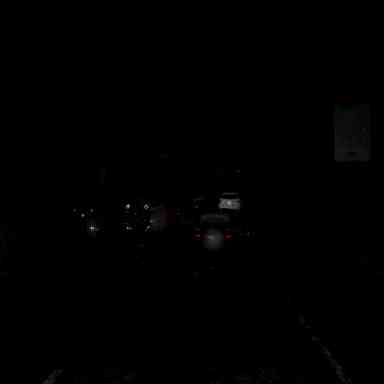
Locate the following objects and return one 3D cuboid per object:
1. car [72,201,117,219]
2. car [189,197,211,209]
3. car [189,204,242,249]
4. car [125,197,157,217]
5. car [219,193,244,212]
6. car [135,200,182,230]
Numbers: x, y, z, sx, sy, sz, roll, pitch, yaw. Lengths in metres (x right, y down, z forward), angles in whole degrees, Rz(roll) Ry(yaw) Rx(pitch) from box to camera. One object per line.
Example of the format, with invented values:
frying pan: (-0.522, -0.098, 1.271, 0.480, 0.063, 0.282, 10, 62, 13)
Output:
car: (-7.960, 1.455, 27.526, 1.895, 1.301, 4.718, 0, 0, 9)
car: (0.938, 1.302, 35.964, 1.882, 1.535, 5.008, 0, 0, 11)
car: (1.004, 1.462, 14.066, 1.812, 1.442, 4.674, 0, 0, 6)
car: (-4.161, 1.207, 28.891, 2.097, 1.767, 4.553, 0, 0, 10)
car: (3.954, 1.070, 33.246, 2.150, 2.045, 5.566, 0, 0, 11)
car: (-1.775, 1.428, 20.196, 1.812, 1.442, 4.674, 0, 0, 7)
